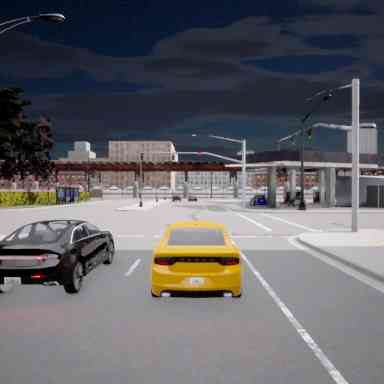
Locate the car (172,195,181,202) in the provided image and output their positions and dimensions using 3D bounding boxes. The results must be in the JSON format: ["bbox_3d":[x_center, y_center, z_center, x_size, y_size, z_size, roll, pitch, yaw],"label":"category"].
[{"bbox_3d":[-3.342,1.386,73.529,1.837,1.490,4.892,0,0,0],"label":"car"}]

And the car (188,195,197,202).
[{"bbox_3d":[0.157,1.446,73.522,1.994,1.385,4.181,0,0,0],"label":"car"}]

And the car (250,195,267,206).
[{"bbox_3d":[9.816,1.253,48.826,2.242,1.667,4.611,0,0,0],"label":"car"}]

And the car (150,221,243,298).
[{"bbox_3d":[0.100,1.468,8.553,1.882,1.535,5.008,0,0,0],"label":"car"}]

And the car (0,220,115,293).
[{"bbox_3d":[-3.399,1.474,8.770,2.128,1.511,4.902,0,0,0],"label":"car"}]

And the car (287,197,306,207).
[{"bbox_3d":[15.562,1.425,49.576,1.970,1.475,3.806,0,0,0],"label":"car"}]
